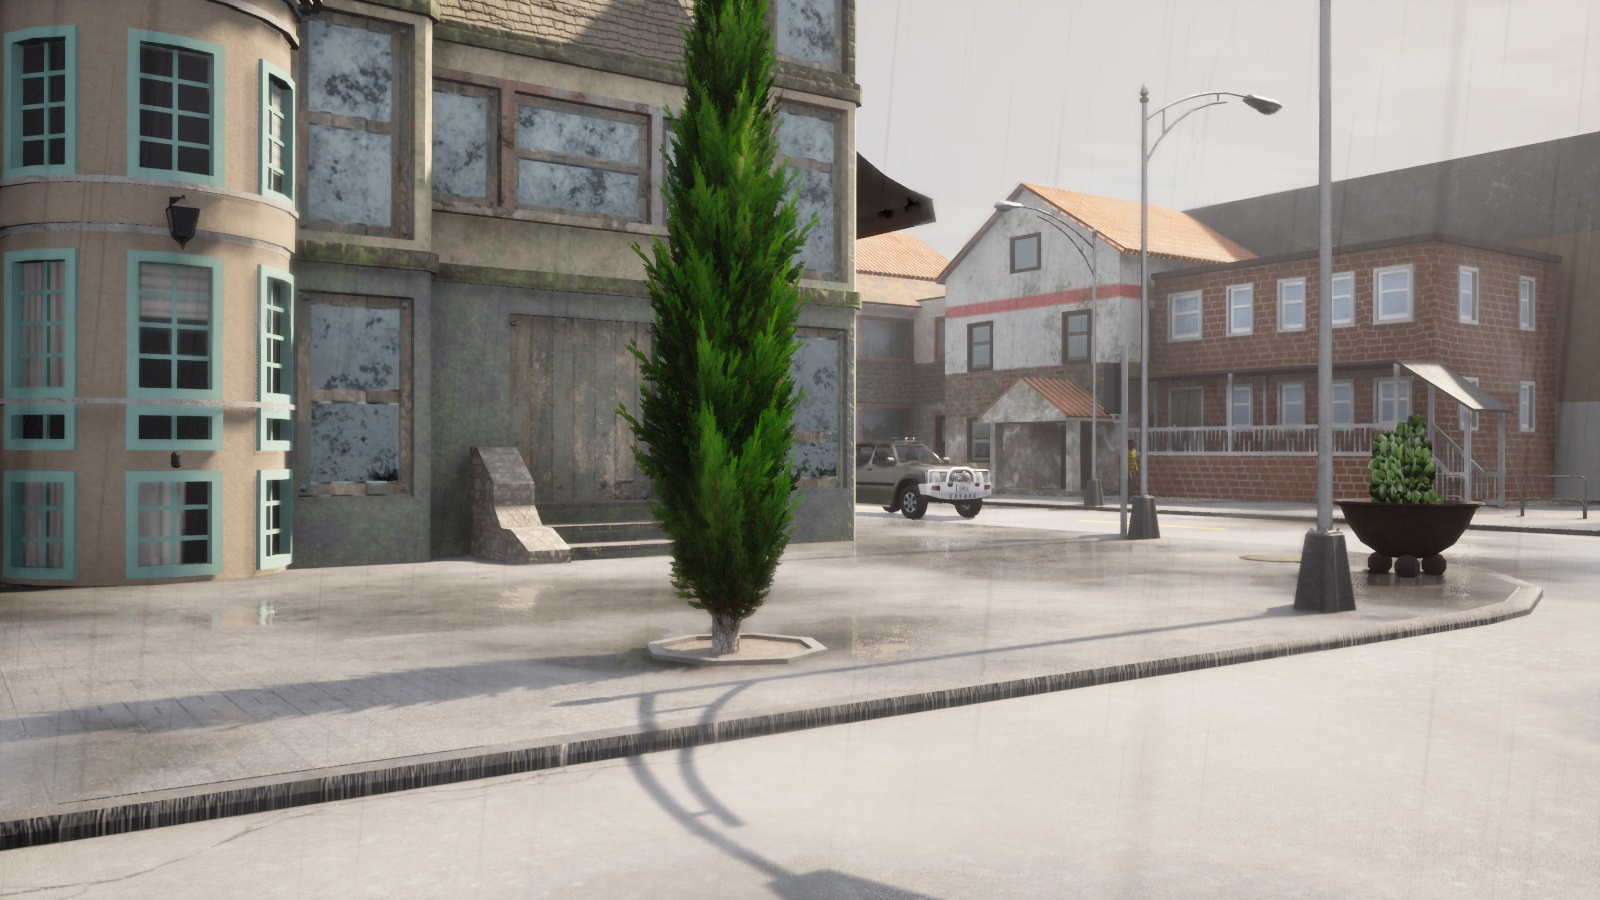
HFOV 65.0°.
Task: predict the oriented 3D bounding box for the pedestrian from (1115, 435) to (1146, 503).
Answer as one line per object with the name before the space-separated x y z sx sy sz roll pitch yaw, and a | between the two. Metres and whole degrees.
pedestrian | 9.095 0.520 34.586 0.431 1.840 0.709 0 0 -37

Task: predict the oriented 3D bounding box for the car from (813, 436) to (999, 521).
car | 2.406 0.629 29.817 1.932 1.855 4.605 0 0 -34

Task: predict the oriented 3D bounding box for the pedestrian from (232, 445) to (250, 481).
pedestrian | -28.665 0.670 64.362 0.634 1.844 0.899 0 0 -37
